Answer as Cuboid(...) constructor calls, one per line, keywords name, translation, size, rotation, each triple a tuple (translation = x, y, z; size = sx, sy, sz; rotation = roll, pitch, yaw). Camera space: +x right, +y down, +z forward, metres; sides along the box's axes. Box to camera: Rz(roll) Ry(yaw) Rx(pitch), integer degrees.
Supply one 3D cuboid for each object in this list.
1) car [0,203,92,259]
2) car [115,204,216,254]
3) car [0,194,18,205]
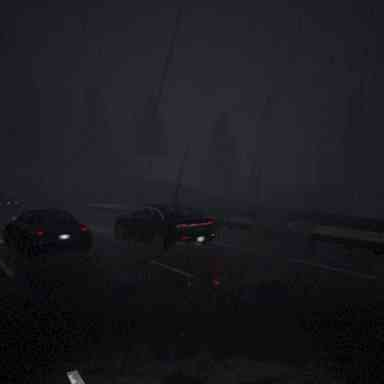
Cuboid(name="car", translation=(-5.096, 1.282, 11.544), size=(1.994, 1.385, 4.181), rotation=(-1, 2, -39))
Cuboid(name="car", translation=(-1.187, 1.191, 12.263), size=(2.128, 1.511, 4.902), rotation=(-1, 2, -37))
Cuboid(name="car", translation=(-16.318, 0.880, 27.575), size=(5.357, 1.411, 2.033), rotation=(1, 2, 38))
